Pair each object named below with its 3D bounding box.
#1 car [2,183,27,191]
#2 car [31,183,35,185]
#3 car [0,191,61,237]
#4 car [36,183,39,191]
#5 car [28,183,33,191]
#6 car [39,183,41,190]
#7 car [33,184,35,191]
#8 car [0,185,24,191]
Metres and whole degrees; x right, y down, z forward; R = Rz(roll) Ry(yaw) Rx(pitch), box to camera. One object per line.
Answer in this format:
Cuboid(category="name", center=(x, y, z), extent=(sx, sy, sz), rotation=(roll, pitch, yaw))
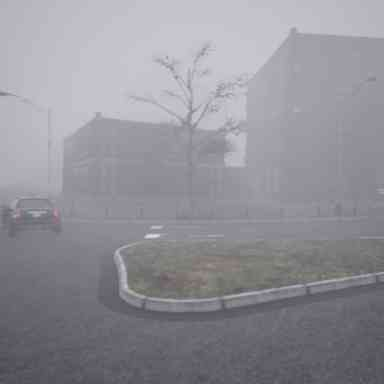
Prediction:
Cuboid(category="car", center=(-31.920, -0.179, 58.210), extent=(4.553, 1.767, 2.185), rotation=(1, 1, -20))
Cuboid(category="car", center=(-36.749, -0.482, 71.244), extent=(4.892, 1.521, 2.231), rotation=(1, 2, -20))
Cuboid(category="car", center=(-7.860, 0.992, 16.069), extent=(2.097, 1.767, 4.553), rotation=(0, 1, -34))
Cuboid(category="car", center=(-37.682, -0.823, 73.851), extent=(5.566, 2.045, 2.435), rotation=(1, 2, -20))
Cuboid(category="car", center=(-34.803, -0.430, 66.036), extent=(4.553, 1.767, 2.185), rotation=(1, 2, -20))
Cuboid(category="car", center=(-39.700, -1.004, 79.163), extent=(5.566, 2.045, 2.435), rotation=(1, 2, -20))
Cuboid(category="car", center=(-35.843, -0.398, 68.751), extent=(5.008, 1.535, 2.097), rotation=(1, 2, -20))
Cuboid(category="car", center=(-30.102, 0.119, 53.094), extent=(4.792, 1.488, 2.163), rotation=(1, 1, -20))
